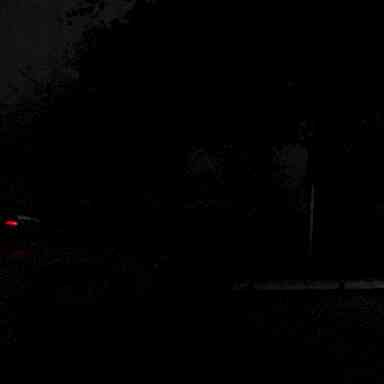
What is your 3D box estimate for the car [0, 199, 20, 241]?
[{"bbox_3d":[-7.611,0.935,12.251,2.033,1.411,5.357,0,2,-34],"label":"car"}]
